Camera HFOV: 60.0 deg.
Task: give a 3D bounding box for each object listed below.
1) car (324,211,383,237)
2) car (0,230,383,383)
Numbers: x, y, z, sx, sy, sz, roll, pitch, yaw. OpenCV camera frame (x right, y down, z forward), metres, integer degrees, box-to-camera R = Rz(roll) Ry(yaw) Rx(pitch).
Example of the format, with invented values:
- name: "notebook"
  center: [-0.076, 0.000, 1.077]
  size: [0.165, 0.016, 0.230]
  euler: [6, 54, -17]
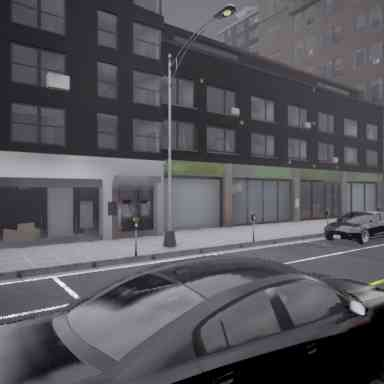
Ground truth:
- name: "car"
  center: [8.036, 1.566, 15.630]
  size: [4.313, 1.339, 1.947]
  euler: [0, 0, -36]
- name: "car"
  center: [0.571, 1.477, 3.686]
  size: [5.008, 1.535, 1.882]
  euler: [0, 0, -35]
